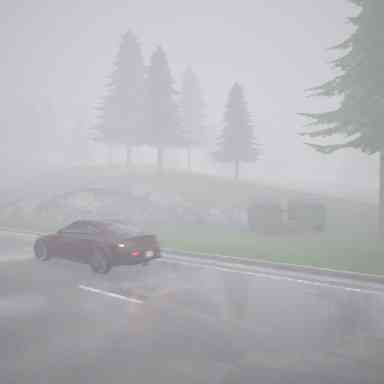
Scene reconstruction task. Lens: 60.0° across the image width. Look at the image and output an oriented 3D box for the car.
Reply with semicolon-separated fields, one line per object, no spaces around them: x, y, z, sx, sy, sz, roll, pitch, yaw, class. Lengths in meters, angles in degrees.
-3.035;1.526;10.455;4.674;1.442;1.812;0;0;35;car
